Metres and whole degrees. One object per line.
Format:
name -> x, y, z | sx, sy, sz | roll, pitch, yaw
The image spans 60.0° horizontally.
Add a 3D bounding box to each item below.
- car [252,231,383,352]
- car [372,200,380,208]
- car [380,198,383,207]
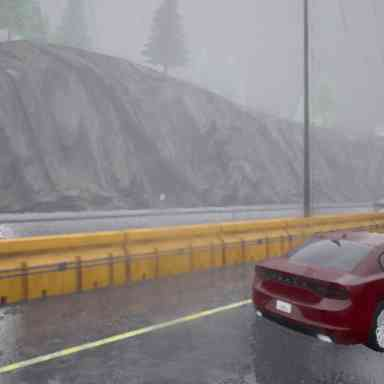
car -> 3.338, 1.488, 6.265 | 5.008, 1.535, 1.882 | 0, 0, -36
car -> 27.519, 1.531, 46.771 | 5.008, 1.535, 1.882 | 0, 0, -26
car -> 26.943, 1.531, 42.571 | 4.902, 1.511, 2.128 | 0, 0, -27
